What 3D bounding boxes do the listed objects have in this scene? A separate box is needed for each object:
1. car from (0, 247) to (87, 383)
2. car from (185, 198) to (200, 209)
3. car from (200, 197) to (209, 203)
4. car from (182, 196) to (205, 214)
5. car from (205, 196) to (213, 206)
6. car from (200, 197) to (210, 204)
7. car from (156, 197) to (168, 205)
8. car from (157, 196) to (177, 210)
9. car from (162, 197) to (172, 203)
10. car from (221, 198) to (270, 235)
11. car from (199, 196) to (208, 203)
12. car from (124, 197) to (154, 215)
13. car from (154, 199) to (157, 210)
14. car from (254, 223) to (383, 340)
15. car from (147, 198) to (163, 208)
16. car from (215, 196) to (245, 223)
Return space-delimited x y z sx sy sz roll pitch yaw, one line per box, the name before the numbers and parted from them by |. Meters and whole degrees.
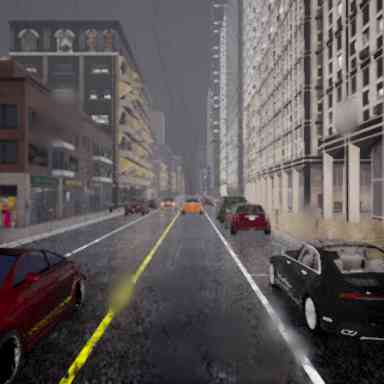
car | -3.094 1.579 5.027 1.994 1.385 4.181 0 0 0
car | 0.064 1.699 49.053 2.033 1.411 5.357 0 0 1
car | 2.719 1.826 74.335 1.802 1.307 4.206 0 0 0
car | 0.046 1.462 36.962 2.097 1.767 4.553 0 0 0
car | 2.713 1.762 57.389 1.802 1.307 4.206 0 0 0
car | 2.718 1.788 68.686 1.947 1.339 4.313 0 0 0
car | -5.665 1.726 62.871 1.752 1.417 4.829 0 0 0
car | -3.066 1.488 44.504 2.097 1.767 4.553 0 0 0
car | -5.661 1.789 74.339 1.887 1.381 4.507 0 0 0
car | 3.121 1.409 19.432 2.097 1.767 4.553 0 0 0
car | 2.722 1.706 79.983 1.967 1.590 4.097 0 0 0
car | -5.676 1.420 34.799 2.192 1.841 5.009 0 0 0
car | -5.671 1.708 46.096 1.947 1.339 4.313 0 0 0
car | 2.693 1.569 6.552 2.008 1.369 4.403 0 0 0
car | -5.669 1.712 51.744 2.008 1.369 4.403 0 0 0
car | 3.117 1.306 26.492 2.150 2.045 5.566 0 0 0
